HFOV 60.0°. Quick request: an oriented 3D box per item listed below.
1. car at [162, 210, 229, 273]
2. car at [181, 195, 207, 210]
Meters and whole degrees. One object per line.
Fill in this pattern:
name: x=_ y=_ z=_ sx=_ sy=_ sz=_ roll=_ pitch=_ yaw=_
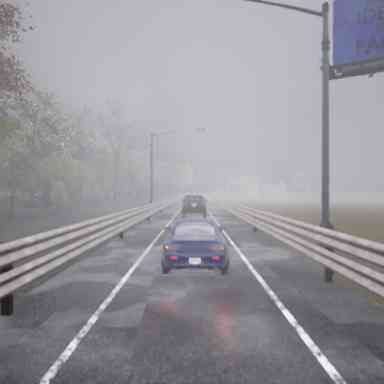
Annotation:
car: x=0.094 y=1.536 z=10.547 sx=1.812 sy=1.442 sz=4.674 roll=0 pitch=0 yaw=0
car: x=0.201 y=1.251 z=30.839 sx=2.150 sy=2.045 sz=5.566 roll=0 pitch=0 yaw=0
